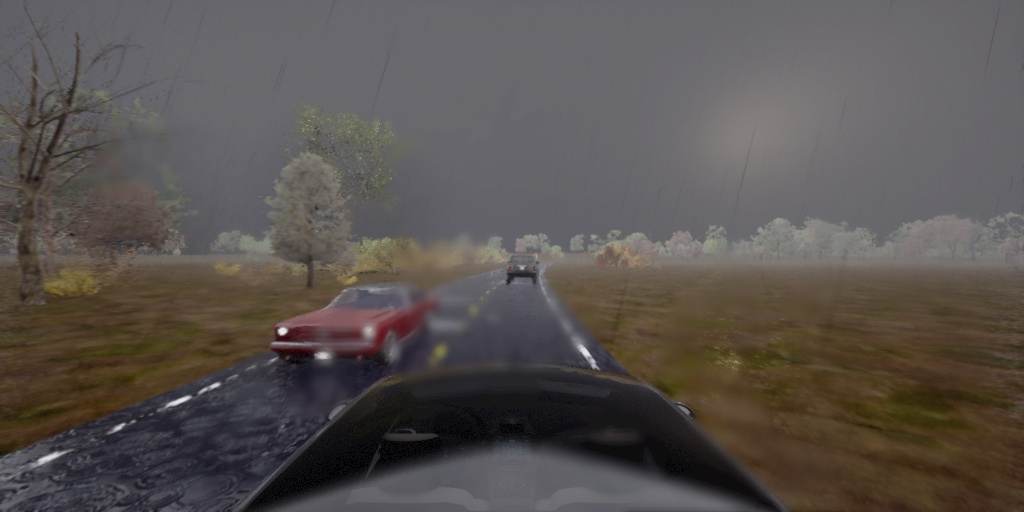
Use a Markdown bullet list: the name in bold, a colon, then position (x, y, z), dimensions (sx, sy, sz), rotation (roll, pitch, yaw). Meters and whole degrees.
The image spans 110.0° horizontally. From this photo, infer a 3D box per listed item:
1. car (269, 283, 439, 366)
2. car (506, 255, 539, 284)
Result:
- **car**: position (-3.043, 1.326, 8.061), dimensions (1.895, 1.301, 4.718), rotation (0, 0, 1)
- **car**: position (0.803, 0.935, 26.511), dimensions (2.150, 2.045, 5.566), rotation (0, -1, 3)
